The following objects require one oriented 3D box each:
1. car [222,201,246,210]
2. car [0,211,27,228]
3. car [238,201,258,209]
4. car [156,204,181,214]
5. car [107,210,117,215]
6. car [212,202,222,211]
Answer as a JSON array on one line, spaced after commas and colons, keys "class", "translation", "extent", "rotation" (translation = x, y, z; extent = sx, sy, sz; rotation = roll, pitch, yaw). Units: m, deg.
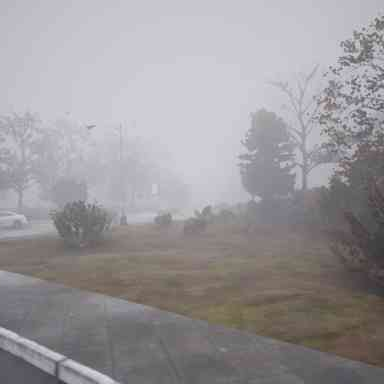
[{"class": "car", "translation": [7.121, 2.195, 50.317], "extent": [2.033, 1.411, 5.357], "rotation": [-3, -2, 32]}, {"class": "car", "translation": [-16.039, 2.334, 27.234], "extent": [1.812, 1.442, 4.674], "rotation": [-3, -2, 34]}, {"class": "car", "translation": [10.446, 2.409, 62.091], "extent": [1.837, 1.490, 4.892], "rotation": [-3, -2, 33]}, {"class": "car", "translation": [-3.335, 2.461, 47.150], "extent": [1.994, 1.385, 4.181], "rotation": [-3, -2, 32]}, {"class": "car", "translation": [-10.436, 2.432, 35.878], "extent": [1.895, 1.301, 4.718], "rotation": [-3, -2, 32]}, {"class": "car", "translation": [5.021, 2.318, 53.557], "extent": [1.837, 1.490, 4.892], "rotation": [-3, -2, 32]}]
